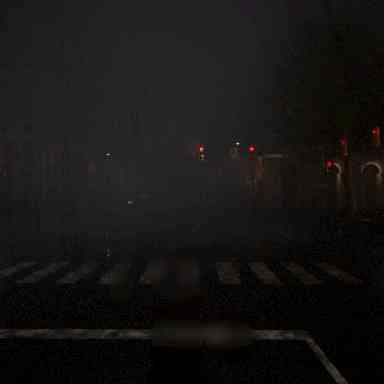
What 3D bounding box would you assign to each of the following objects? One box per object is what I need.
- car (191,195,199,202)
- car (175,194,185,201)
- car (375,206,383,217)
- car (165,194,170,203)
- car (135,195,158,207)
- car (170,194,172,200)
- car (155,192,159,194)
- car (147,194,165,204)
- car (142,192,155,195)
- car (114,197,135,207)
[{"bbox_3d":[0.727,1.450,78.623,2.128,1.511,4.902,0,0,1],"label":"car"},{"bbox_3d":[-2.773,1.279,78.653,2.097,1.767,4.553,0,0,1],"label":"car"},{"bbox_3d":[18.598,1.526,29.196,4.674,1.442,1.812,0,0,1],"label":"car"},{"bbox_3d":[-6.399,1.595,71.500,1.895,1.301,4.718,0,0,1],"label":"car"},{"bbox_3d":[-6.729,1.548,49.922,2.033,1.411,5.357,0,0,0],"label":"car"},{"bbox_3d":[-6.140,1.339,86.306,1.882,1.535,5.008,0,0,1],"label":"car"},{"bbox_3d":[-9.634,1.062,86.683,2.150,2.045,5.566,0,0,1],"label":"car"},{"bbox_3d":[-6.625,1.525,61.319,1.812,1.442,4.674,0,0,1],"label":"car"},{"bbox_3d":[-9.897,1.225,71.647,2.150,2.045,5.566,0,0,1],"label":"car"},{"bbox_3d":[-10.239,1.548,50.075,2.033,1.411,5.357,0,0,1],"label":"car"}]
